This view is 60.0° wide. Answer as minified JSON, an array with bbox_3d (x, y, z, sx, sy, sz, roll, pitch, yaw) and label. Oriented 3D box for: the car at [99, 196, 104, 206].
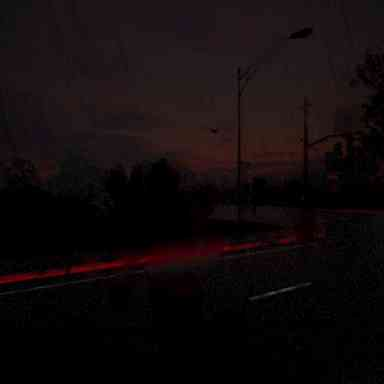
[{"bbox_3d":[-11.932,1.249,49.055,2.097,1.767,4.553,0,0,-38],"label":"car"}]
